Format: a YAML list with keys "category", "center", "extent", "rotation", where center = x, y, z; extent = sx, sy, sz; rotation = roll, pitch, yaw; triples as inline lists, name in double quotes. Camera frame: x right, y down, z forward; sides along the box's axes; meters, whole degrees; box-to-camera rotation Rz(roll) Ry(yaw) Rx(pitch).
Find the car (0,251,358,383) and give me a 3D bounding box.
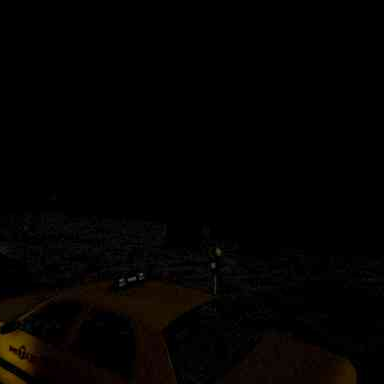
- category: "car"
  center: [-0.854, 1.525, 3.577]
  extent: [4.829, 1.417, 1.752]
  rotation: [0, 0, 36]
